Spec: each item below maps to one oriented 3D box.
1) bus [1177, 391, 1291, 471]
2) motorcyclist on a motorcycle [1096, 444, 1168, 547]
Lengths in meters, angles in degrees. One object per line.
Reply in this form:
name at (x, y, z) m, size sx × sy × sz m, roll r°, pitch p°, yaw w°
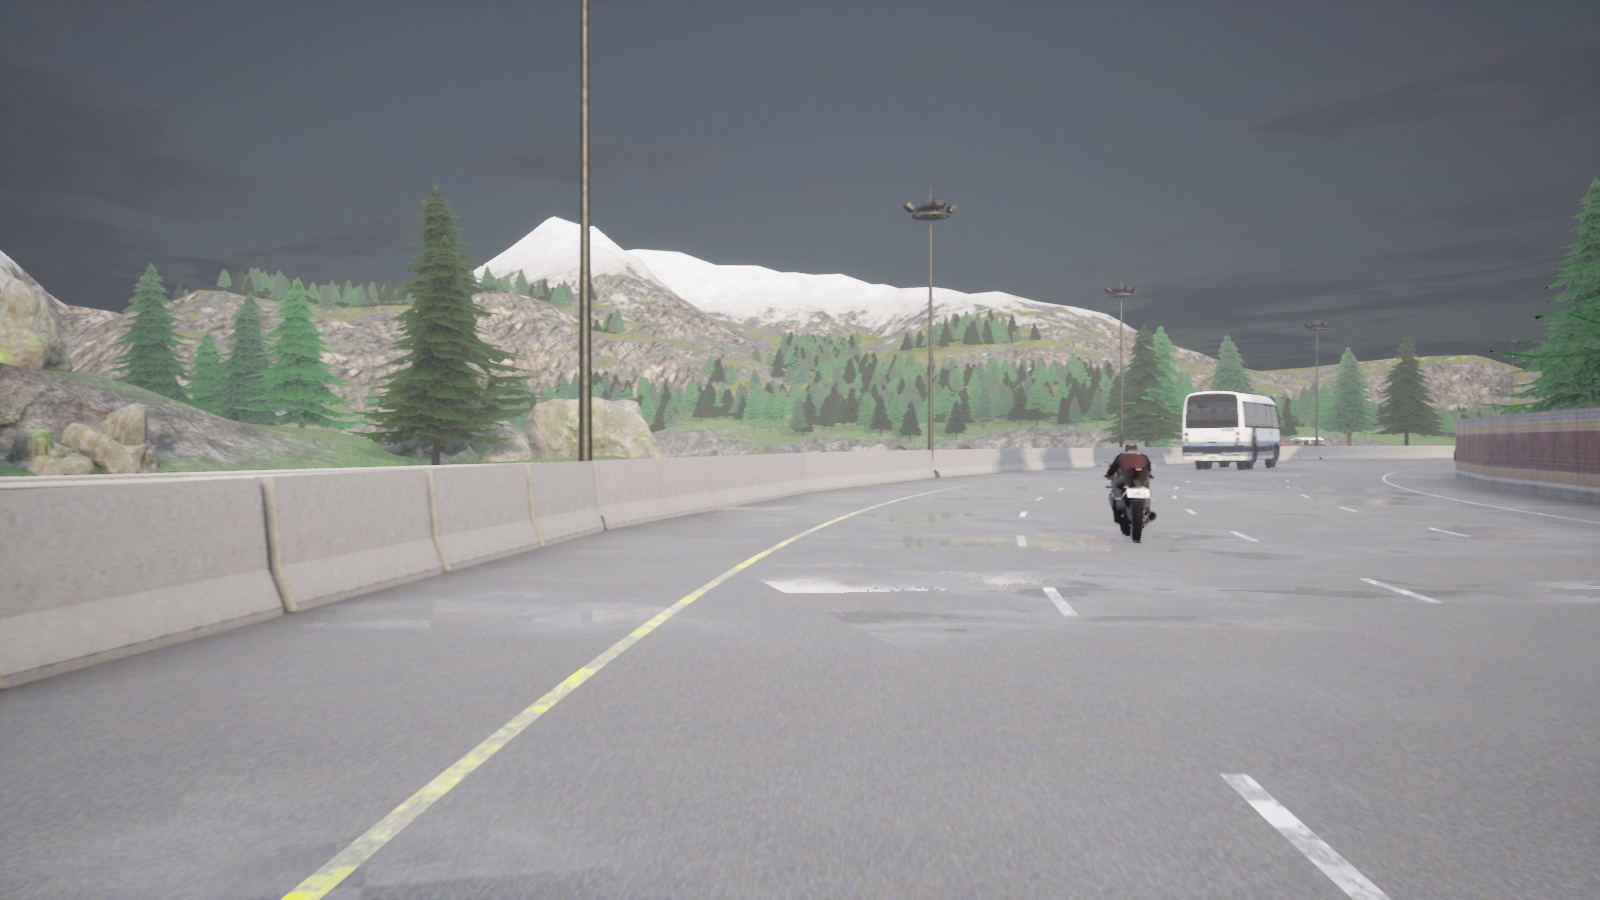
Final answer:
bus at (24.968, -1.011, 71.756) m, size 3.944 × 4.253 × 10.273 m, roll 0°, pitch 0°, yaw 32°
motorcyclist on a motorcycle at (5.230, 0.674, 19.919) m, size 0.866 × 1.530 × 2.191 m, roll 1°, pitch 0°, yaw 9°
